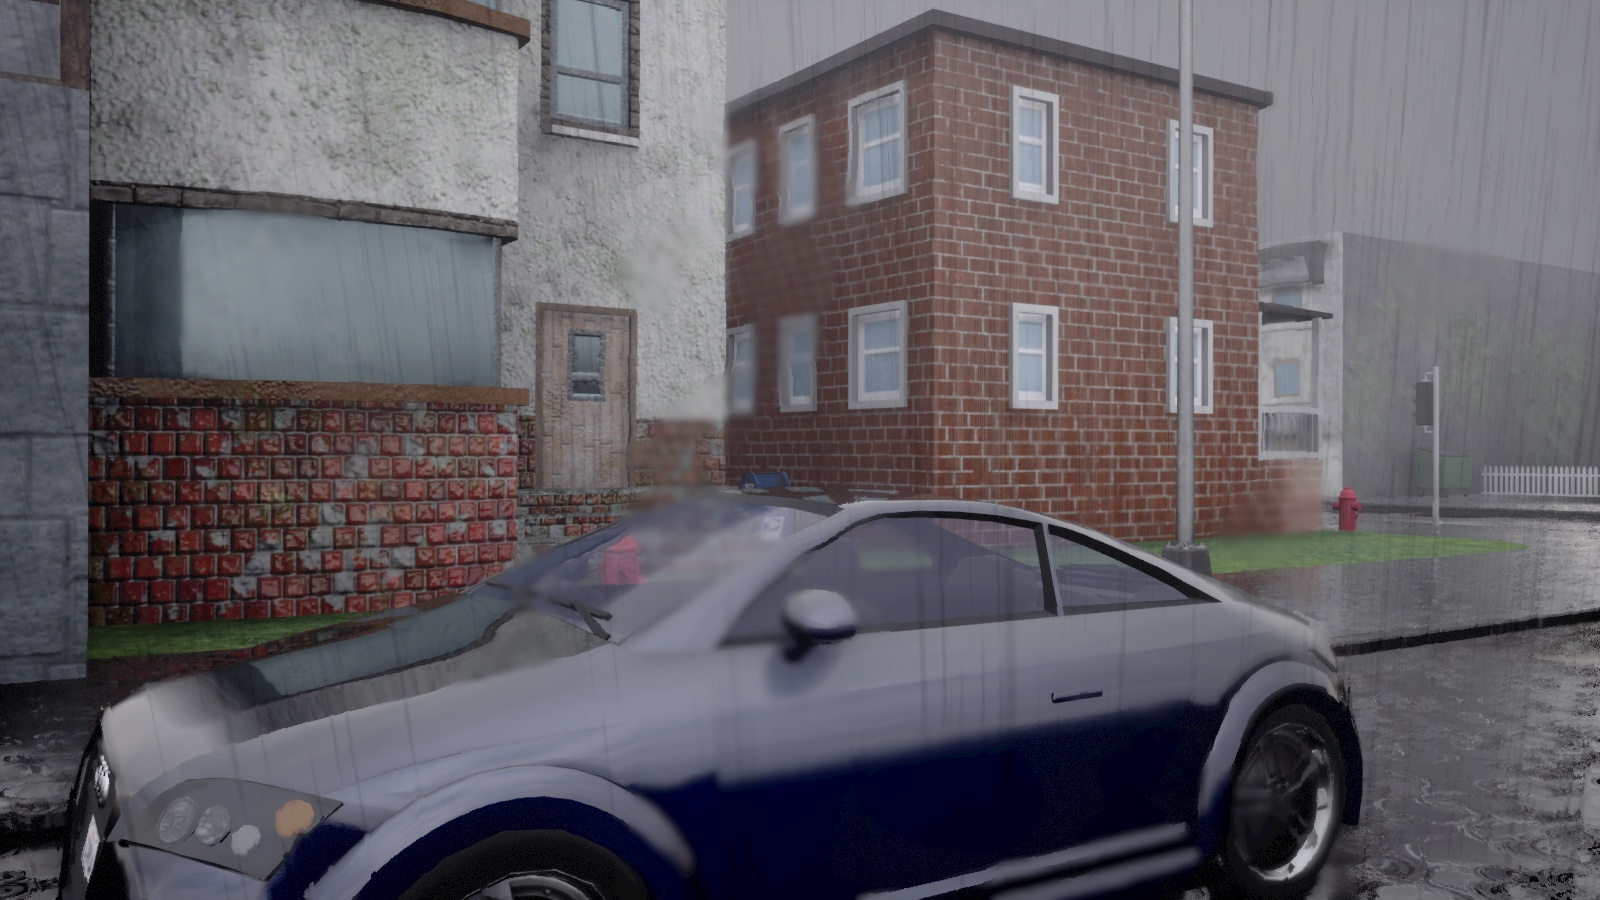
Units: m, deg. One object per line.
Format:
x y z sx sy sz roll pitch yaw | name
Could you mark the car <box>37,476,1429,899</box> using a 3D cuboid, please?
-0.072 0.819 4.179 4.181 1.385 1.994 0 0 -32 | car
